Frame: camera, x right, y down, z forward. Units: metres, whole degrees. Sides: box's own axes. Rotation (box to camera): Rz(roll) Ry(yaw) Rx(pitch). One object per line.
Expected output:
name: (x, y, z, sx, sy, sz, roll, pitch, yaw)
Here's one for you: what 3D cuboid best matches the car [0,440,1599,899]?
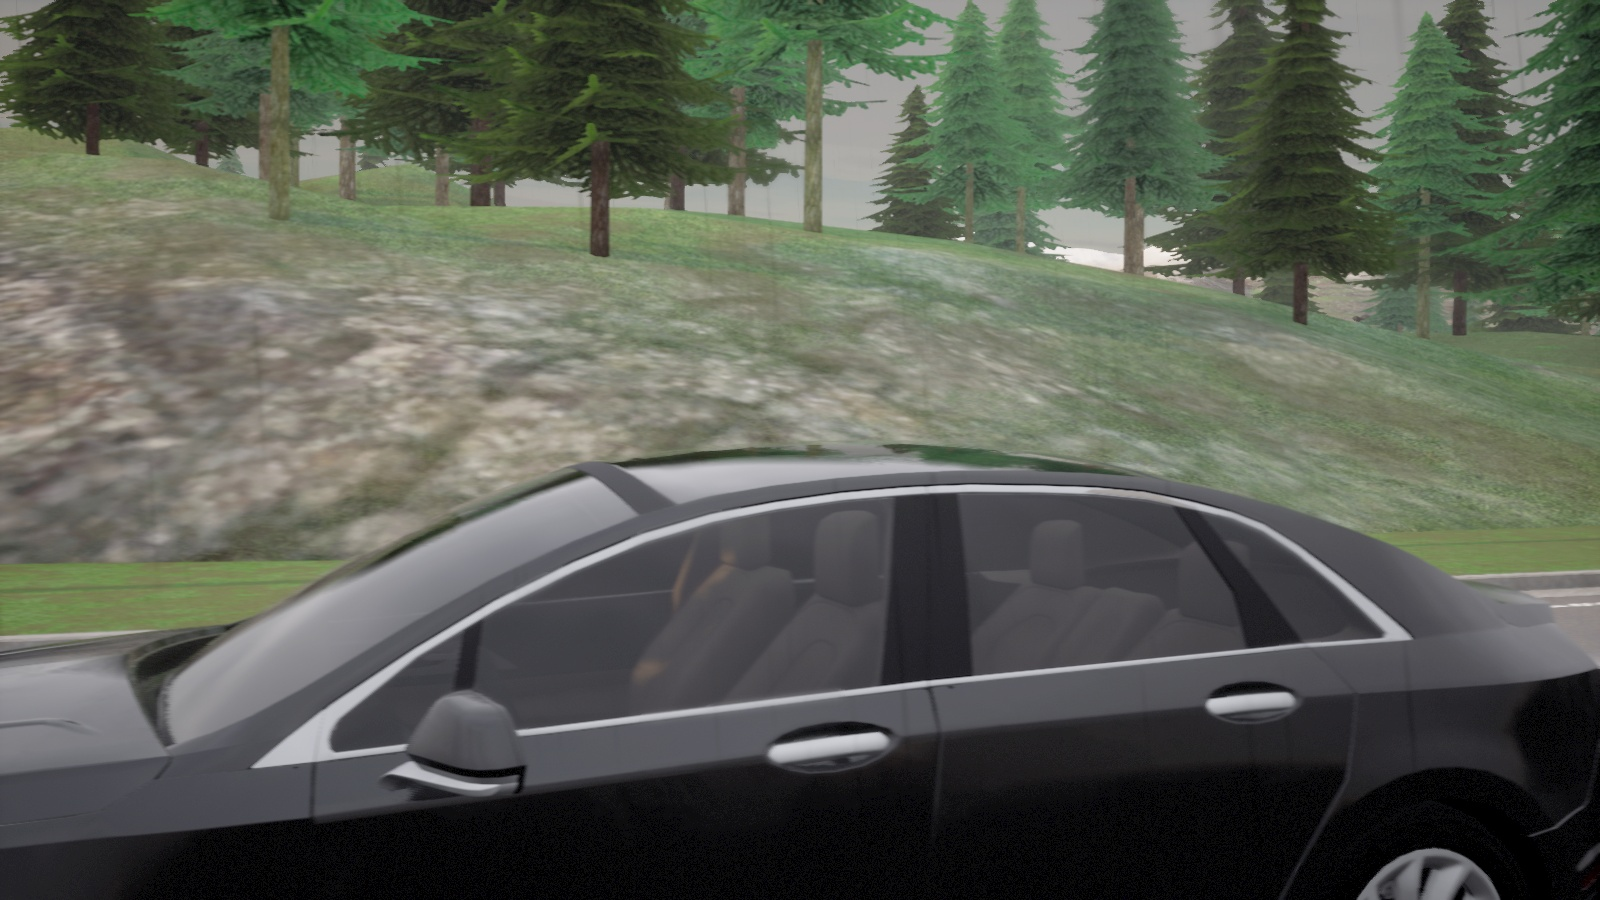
car: (-0.232, 0.754, 3.151, 4.892, 1.490, 1.837, -1, 1, -21)
